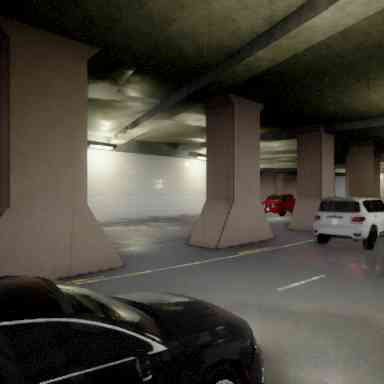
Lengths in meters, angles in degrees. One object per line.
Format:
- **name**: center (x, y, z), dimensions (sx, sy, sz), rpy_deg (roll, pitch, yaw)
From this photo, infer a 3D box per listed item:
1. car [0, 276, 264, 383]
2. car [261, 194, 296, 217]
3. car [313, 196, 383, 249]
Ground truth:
- **car**: center (-1.498, 1.506, 2.694), dimensions (4.892, 1.490, 1.837), rpy_deg (0, 0, -36)
- **car**: center (8.416, 1.206, 32.319), dimensions (2.150, 2.045, 5.566), rpy_deg (0, 0, 35)
- **car**: center (7.516, 1.217, 15.020), dimensions (2.150, 2.045, 5.566), rpy_deg (0, 0, 45)
